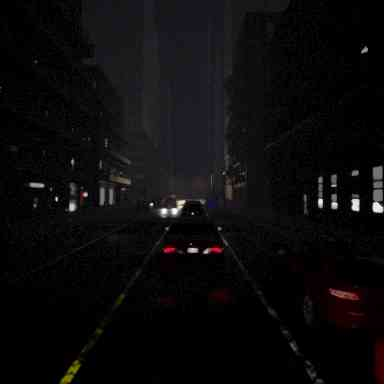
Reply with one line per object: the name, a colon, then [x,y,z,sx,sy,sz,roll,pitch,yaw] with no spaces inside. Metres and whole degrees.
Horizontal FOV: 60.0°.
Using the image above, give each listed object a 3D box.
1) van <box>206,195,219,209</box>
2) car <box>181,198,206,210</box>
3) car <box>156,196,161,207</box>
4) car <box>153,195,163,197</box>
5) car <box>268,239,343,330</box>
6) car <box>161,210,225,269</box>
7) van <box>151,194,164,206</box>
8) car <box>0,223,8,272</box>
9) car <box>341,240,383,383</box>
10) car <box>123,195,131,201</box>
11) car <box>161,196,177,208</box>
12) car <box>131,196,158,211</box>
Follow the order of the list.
van: [2.709,1.343,45.349,1.690,1.788,3.998,1,0,0]
car: [0.071,1.508,30.063,1.837,1.490,4.892,0,1,0]
car: [-5.643,1.584,45.297,1.802,1.307,4.206,1,0,0]
car: [-5.643,1.568,50.836,1.947,1.339,4.313,1,0,0]
car: [2.704,1.583,6.567,1.802,1.307,4.206,1,0,0]
car: [0.042,1.549,11.083,2.033,1.411,5.357,0,0,0]
van: [-5.808,1.343,56.378,1.690,1.788,3.998,1,0,0]
car: [-5.672,1.316,6.514,2.192,1.841,5.009,1,0,0]
car: [2.709,1.315,1.027,2.192,1.841,5.009,1,0,0]
car: [-16.489,1.499,79.024,4.097,1.590,1.967,0,-1,0]
car: [-3.087,1.603,47.217,1.895,1.301,4.718,0,0,0]
car: [-5.642,1.553,39.756,2.008,1.369,4.403,1,0,0]
